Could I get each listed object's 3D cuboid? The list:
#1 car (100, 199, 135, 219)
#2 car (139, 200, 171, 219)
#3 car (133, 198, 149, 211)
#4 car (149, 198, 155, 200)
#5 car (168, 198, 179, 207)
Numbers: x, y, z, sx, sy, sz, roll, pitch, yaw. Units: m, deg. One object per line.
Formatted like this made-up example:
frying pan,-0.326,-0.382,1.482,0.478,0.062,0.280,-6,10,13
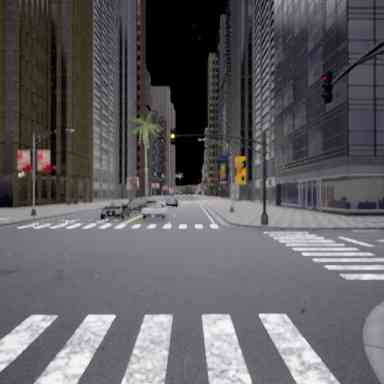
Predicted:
car,-6.628,1.601,29.185,1.994,1.385,4.181,0,0,1
car,-3.194,1.639,29.453,1.895,1.301,4.718,0,0,0
car,-6.649,1.565,39.128,1.837,1.490,4.892,0,0,0
car,-6.652,1.649,52.528,2.033,1.411,5.357,0,0,0
car,-3.230,1.669,53.597,1.994,1.385,4.181,0,0,0
